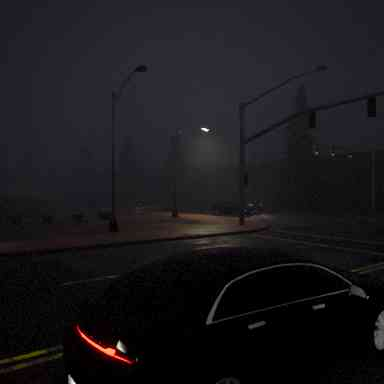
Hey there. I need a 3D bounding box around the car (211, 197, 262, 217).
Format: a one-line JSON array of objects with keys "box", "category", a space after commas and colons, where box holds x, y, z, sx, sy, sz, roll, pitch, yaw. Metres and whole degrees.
[{"box": [3.818, 1.502, 30.972, 1.837, 1.490, 4.892, 0, 1, -36], "category": "car"}]

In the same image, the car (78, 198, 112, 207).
[{"box": [-14.314, 1.547, 49.041, 5.357, 1.411, 2.033, 0, 0, 28], "category": "car"}]

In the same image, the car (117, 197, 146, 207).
[{"box": [-9.147, 1.503, 49.955, 4.892, 1.490, 1.837, 0, 0, 33], "category": "car"}]

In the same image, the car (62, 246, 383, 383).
[{"box": [0.894, 1.505, 4.435, 4.892, 1.490, 1.837, 0, 0, -35], "category": "car"}]

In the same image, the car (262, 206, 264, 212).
[{"box": [5.288, 1.354, 34.834, 2.097, 1.767, 4.553, 0, 0, -37], "category": "car"}]
